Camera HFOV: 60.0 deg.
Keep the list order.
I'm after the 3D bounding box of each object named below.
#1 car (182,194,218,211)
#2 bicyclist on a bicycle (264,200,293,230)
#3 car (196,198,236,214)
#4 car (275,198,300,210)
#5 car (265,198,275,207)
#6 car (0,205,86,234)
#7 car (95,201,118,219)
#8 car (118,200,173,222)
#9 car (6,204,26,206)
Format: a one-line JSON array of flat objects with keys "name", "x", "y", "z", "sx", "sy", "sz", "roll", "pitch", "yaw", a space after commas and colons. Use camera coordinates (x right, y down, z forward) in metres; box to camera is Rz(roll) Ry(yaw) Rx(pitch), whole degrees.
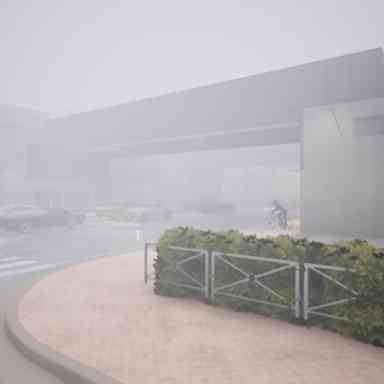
[{"name": "car", "x": 1.187, "y": 1.221, "z": 39.342, "sx": 2.150, "sy": 2.045, "sz": 5.566, "roll": 0, "pitch": 0, "yaw": 36}, {"name": "bicyclist on a bicycle", "x": 4.821, "y": 1.303, "z": 18.621, "sx": 1.656, "sy": 1.620, "sz": 0.582, "roll": 0, "pitch": 0, "yaw": 35}, {"name": "car", "x": 2.781, "y": 1.600, "z": 35.559, "sx": 1.895, "sy": 1.301, "sz": 4.718, "roll": 0, "pitch": 0, "yaw": 36}, {"name": "car", "x": 12.896, "y": 1.525, "z": 43.481, "sx": 1.812, "sy": 1.442, "sz": 4.674, "roll": 0, "pitch": 0, "yaw": 36}, {"name": "car", "x": 12.381, "y": 1.569, "z": 48.893, "sx": 1.994, "sy": 1.385, "sz": 4.181, "roll": 0, "pitch": 0, "yaw": 36}, {"name": "car", "x": -8.696, "y": 1.600, "z": 19.430, "sx": 1.895, "sy": 1.301, "sz": 4.718, "roll": 0, "pitch": 0, "yaw": 35}, {"name": "car", "x": -6.137, "y": 1.477, "z": 29.066, "sx": 1.882, "sy": 1.535, "sz": 5.008, "roll": 0, "pitch": 0, "yaw": 35}, {"name": "car", "x": -3.391, "y": 1.525, "z": 26.888, "sx": 1.812, "sy": 1.442, "sz": 4.674, "roll": 0, "pitch": 0, "yaw": 36}, {"name": "car", "x": -11.581, "y": 1.525, "z": 21.484, "sx": 1.812, "sy": 1.442, "sz": 4.674, "roll": 0, "pitch": 0, "yaw": 37}]
